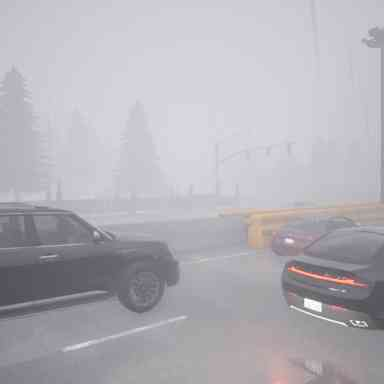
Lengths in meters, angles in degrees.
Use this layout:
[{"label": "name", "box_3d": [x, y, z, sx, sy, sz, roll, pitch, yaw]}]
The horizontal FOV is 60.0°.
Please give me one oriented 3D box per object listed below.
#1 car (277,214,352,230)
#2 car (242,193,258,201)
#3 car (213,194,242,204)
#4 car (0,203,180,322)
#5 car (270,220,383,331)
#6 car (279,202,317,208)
[{"label": "car", "box_3d": [4.619, 1.441, 11.331, 4.181, 1.385, 1.994, -1, 1, -35]}, {"label": "car", "box_3d": [9.924, 0.863, 61.193, 2.128, 1.511, 4.902, -1, 1, -35]}, {"label": "car", "box_3d": [4.736, 1.025, 50.116, 2.128, 1.511, 4.902, -1, 1, -35]}, {"label": "car", "box_3d": [-2.912, 1.217, 5.968, 5.566, 2.045, 2.150, 0, 0, -36]}, {"label": "car", "box_3d": [3.808, 1.434, 6.464, 4.892, 1.490, 1.837, -1, 1, -35]}, {"label": "car", "box_3d": [6.877, 1.321, 21.762, 4.181, 1.385, 1.994, -1, 1, -35]}]
